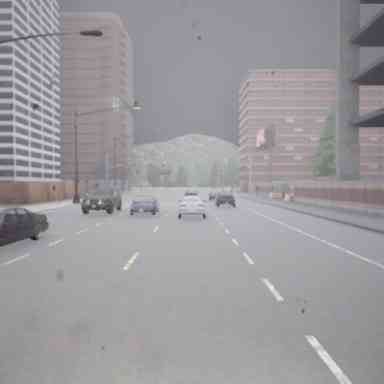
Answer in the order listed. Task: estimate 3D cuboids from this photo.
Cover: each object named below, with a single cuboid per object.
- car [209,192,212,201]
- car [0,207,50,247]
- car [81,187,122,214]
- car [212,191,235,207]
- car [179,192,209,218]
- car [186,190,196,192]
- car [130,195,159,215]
[{"bbox_3d":[3.335,0.561,47.495,1.895,1.301,4.718,0,1,0],"label":"car"},{"bbox_3d":[-7.143,1.289,12.196,2.033,1.411,5.357,0,1,0],"label":"car"},{"bbox_3d":[-7.197,0.640,27.116,2.150,2.045,5.566,0,1,0],"label":"car"},{"bbox_3d":[3.411,0.740,34.820,1.837,1.490,4.892,0,1,0],"label":"car"},{"bbox_3d":[0.000,1.001,24.022,1.812,1.442,4.674,0,1,0],"label":"car"},{"bbox_3d":[-0.106,0.454,46.997,1.882,1.535,5.008,0,1,0],"label":"car"},{"bbox_3d":[-3.608,0.986,25.897,1.812,1.442,4.674,0,1,0],"label":"car"}]
